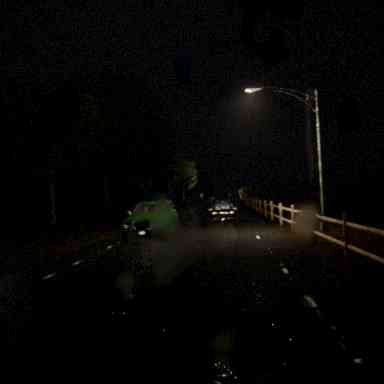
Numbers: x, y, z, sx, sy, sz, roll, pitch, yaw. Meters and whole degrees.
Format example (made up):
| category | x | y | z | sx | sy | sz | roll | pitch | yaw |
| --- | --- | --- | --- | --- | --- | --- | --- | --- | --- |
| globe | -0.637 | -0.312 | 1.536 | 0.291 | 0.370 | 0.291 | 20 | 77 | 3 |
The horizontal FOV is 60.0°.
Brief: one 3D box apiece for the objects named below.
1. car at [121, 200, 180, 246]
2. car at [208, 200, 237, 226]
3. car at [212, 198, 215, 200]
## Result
| category | x | y | z | sx | sy | sz | roll | pitch | yaw |
| --- | --- | --- | --- | --- | --- | --- | --- | --- | --- |
| car | -1.985 | 1.467 | 17.431 | 2.150 | 2.045 | 5.566 | -3 | -1 | 5 |
| car | 2.225 | 1.565 | 23.984 | 2.128 | 1.511 | 4.902 | -3 | 0 | 5 |
| car | 3.594 | 1.719 | 39.456 | 1.895 | 1.301 | 4.718 | -3 | 0 | 5 |
